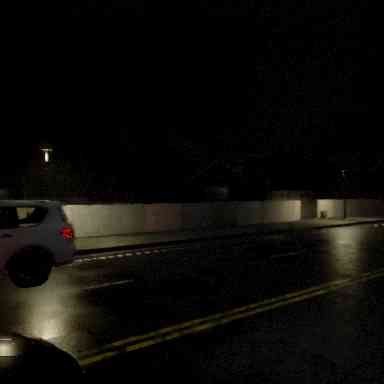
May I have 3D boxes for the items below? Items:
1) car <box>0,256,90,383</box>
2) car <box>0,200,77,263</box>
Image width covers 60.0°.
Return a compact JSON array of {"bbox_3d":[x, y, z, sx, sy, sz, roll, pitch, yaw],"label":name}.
[{"bbox_3d":[-2.867,1.491,1.395,4.902,1.511,2.128,0,0,-35],"label":"car"},{"bbox_3d":[-5.580,1.221,7.691,5.566,2.045,2.150,0,0,-35],"label":"car"}]
